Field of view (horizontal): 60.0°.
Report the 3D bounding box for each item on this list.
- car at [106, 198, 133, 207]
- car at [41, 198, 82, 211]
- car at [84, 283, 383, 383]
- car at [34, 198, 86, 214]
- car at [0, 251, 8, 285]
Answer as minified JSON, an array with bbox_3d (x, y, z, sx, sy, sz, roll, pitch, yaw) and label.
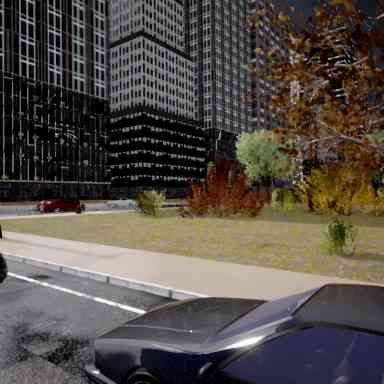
[{"bbox_3d":[-11.388,1.643,52.460,1.812,1.442,4.674,-1,0,37],"label":"car"},{"bbox_3d":[-17.396,1.610,44.502,1.837,1.490,4.892,-1,-1,37],"label":"car"},{"bbox_3d":[1.482,1.548,2.622,5.357,1.411,2.033,0,0,36],"label":"car"},{"bbox_3d":[-13.021,1.481,33.779,1.812,1.442,4.674,-1,-1,37],"label":"car"},{"bbox_3d":[-6.346,1.565,8.182,4.181,1.385,1.994,0,0,37],"label":"car"}]
